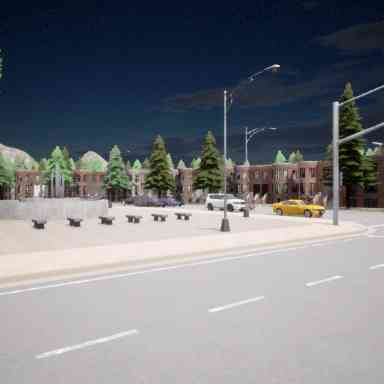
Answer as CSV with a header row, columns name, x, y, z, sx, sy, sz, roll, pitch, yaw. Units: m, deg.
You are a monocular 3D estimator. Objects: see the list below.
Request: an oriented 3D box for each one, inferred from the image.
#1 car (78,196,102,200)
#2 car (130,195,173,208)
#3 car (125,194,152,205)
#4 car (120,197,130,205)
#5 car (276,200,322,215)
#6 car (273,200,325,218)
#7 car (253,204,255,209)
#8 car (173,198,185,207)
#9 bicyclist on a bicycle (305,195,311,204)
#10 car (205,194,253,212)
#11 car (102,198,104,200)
name,x,y,z,sx,sy,sz,roll,pitch,yaw
car,-19.742,1.547,60.382,5.357,1.411,2.033,0,0,9
car,-5.793,1.546,47.498,5.357,1.411,2.033,0,0,32
car,-9.826,1.352,61.188,4.553,1.767,2.097,0,0,21
car,-10.071,1.505,57.567,4.892,1.490,1.837,0,0,22
car,11.143,1.564,34.889,1.994,1.385,4.181,0,0,-37
car,9.824,1.478,30.816,1.882,1.535,5.008,0,0,-37
car,5.761,1.526,41.778,1.812,1.442,4.674,0,0,-41
car,-3.602,1.546,50.248,5.357,1.411,2.033,0,0,33
bicyclist on a bicycle,16.257,1.303,46.652,1.656,1.620,0.582,0,0,-37
car,3.901,1.221,38.685,2.150,2.045,5.566,0,0,-39
car,-19.439,1.491,63.892,4.902,1.511,2.128,0,0,7
